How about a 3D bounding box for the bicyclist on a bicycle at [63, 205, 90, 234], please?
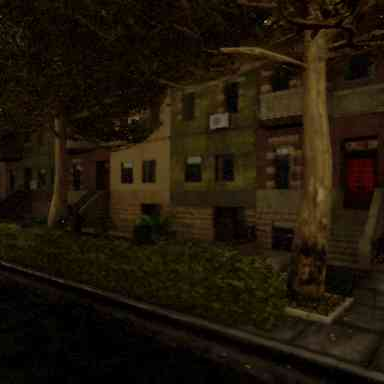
[{"bbox_3d":[-4.769,1.345,13.302,0.582,1.620,1.656,0,0,38],"label":"bicyclist on a bicycle"}]
